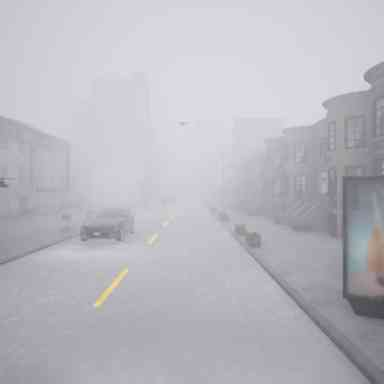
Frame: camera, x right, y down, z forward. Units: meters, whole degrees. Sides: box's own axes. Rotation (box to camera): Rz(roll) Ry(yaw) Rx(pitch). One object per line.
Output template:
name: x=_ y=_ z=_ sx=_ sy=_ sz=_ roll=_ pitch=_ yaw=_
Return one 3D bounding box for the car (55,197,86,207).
car: x=-19.480 y=1.579 z=53.394 sx=4.193 sy=1.474 sz=1.816 roll=0 pitch=0 yaw=10

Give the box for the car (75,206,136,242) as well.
car: x=-4.103 y=1.530 z=16.850 sx=1.882 sy=1.535 sz=5.008 roll=0 pitch=0 yaw=0

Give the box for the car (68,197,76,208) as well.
car: x=-19.099 y=1.387 z=47.342 sx=3.866 sy=1.878 sz=1.905 roll=0 pitch=0 yaw=10

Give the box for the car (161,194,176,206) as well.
car: x=-4.091 y=1.394 z=58.763 sx=2.150 sy=2.045 sz=5.566 roll=0 pitch=0 yaw=0

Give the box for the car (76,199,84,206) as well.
car: x=-19.334 y=1.502 z=50.443 sx=4.611 sy=1.667 sz=2.242 roll=0 pitch=0 yaw=10
